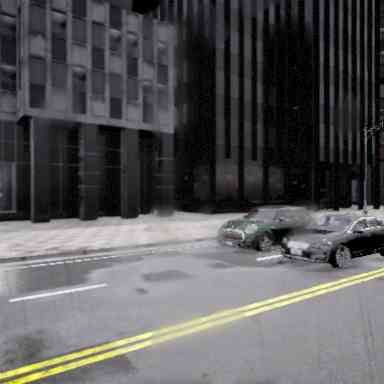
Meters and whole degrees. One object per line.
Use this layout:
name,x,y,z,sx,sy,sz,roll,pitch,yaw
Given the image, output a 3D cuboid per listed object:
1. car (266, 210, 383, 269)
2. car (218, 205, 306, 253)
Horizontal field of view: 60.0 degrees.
car,5.090,1.507,11.252,4.902,1.511,2.128,0,0,-35
car,3.262,1.367,13.938,4.553,1.767,2.097,0,0,-35
